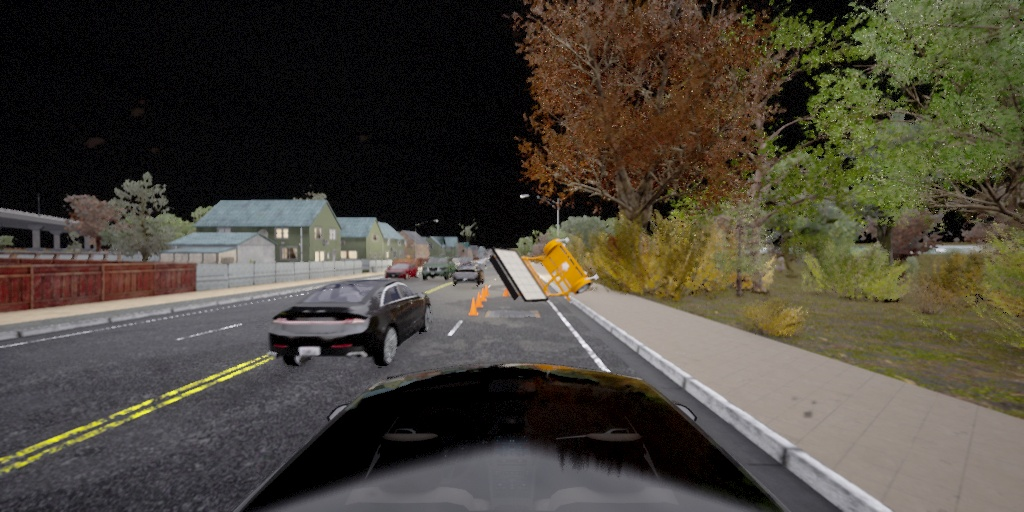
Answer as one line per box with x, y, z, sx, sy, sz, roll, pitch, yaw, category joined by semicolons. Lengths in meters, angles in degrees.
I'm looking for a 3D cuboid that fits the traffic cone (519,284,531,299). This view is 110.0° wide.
0.681;1.771;18.493;0.340;0.580;0.340;0;0;0;traffic cone

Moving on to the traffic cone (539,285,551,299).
1.681;1.771;18.488;0.340;0.580;0.340;0;0;0;traffic cone

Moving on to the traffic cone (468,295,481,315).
-1.339;1.749;12.499;0.340;0.580;0.340;0;0;0;traffic cone

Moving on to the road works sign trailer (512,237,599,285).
1.963;-0.797;14.928;2.880;3.560;2.380;0;0;-44;road works sign trailer

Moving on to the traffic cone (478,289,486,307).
-1.332;1.757;14.500;0.340;0.580;0.340;0;0;0;traffic cone

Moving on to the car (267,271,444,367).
-3.124;1.267;7.972;2.128;1.511;4.902;0;0;0;car

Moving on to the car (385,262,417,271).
-9.740;1.344;31.925;1.882;1.535;5.008;0;0;0;car

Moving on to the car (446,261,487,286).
-3.061;1.336;25.938;2.128;1.511;4.902;0;0;0;car

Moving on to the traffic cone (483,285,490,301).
-1.325;1.764;16.499;0.340;0.580;0.340;0;0;0;traffic cone

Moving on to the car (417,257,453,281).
-6.490;1.088;32.234;2.150;2.045;5.566;0;0;0;car

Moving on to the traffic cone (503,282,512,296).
-0.319;1.772;18.496;0.340;0.580;0.340;0;0;0;traffic cone
